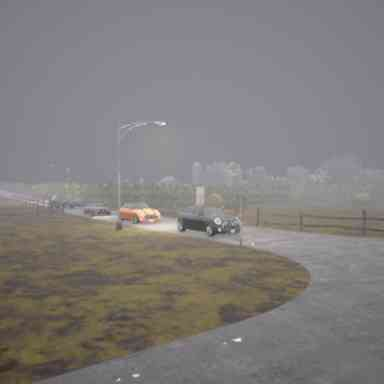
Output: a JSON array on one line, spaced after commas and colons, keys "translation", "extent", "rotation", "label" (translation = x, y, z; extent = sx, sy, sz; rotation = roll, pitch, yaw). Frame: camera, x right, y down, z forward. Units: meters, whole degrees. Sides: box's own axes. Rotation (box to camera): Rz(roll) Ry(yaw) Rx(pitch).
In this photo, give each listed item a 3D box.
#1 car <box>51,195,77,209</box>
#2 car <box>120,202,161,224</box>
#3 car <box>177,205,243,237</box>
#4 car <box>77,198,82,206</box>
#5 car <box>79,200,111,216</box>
[{"translation": [-19.311, 1.426, 49.403], "extent": [2.150, 2.045, 5.566], "rotation": [-1, 1, -35], "label": "car"}, {"translation": [-4.513, 1.698, 28.329], "extent": [2.097, 1.767, 4.553], "rotation": [-1, 0, -35], "label": "car"}, {"translation": [1.004, 1.646, 20.531], "extent": [2.097, 1.767, 4.553], "rotation": [-1, 0, -35], "label": "car"}, {"translation": [-18.525, 1.684, 53.228], "extent": [2.033, 1.411, 5.357], "rotation": [-1, 1, -35], "label": "car"}, {"translation": [-10.560, 1.901, 36.886], "extent": [1.994, 1.385, 4.181], "rotation": [-1, 0, -35], "label": "car"}]
